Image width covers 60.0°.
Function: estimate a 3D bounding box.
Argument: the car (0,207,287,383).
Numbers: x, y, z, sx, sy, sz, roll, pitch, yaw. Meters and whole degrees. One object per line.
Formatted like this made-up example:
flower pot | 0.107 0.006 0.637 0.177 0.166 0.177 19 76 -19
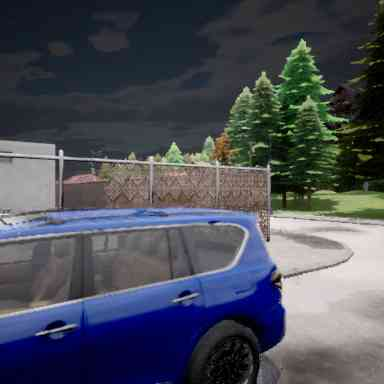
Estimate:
car | -1.478 1.222 3.376 5.566 2.045 2.150 0 0 -34
